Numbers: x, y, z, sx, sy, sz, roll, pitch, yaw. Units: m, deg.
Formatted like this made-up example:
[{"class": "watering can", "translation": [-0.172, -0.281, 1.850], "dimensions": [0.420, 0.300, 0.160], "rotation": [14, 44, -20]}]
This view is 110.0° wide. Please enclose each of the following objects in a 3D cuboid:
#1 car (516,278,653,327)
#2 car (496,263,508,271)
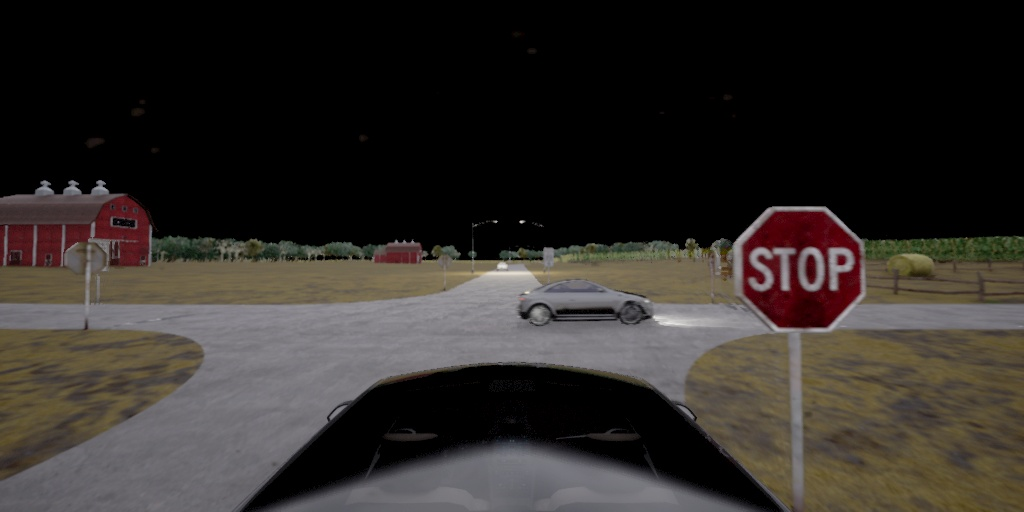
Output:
[{"class": "car", "translation": [2.226, 1.412, 11.421], "dimensions": [4.181, 1.385, 1.994], "rotation": [-1, -2, 1]}, {"class": "car", "translation": [-1.669, 1.913, 63.335], "dimensions": [1.812, 1.442, 4.674], "rotation": [0, 0, 1]}]
